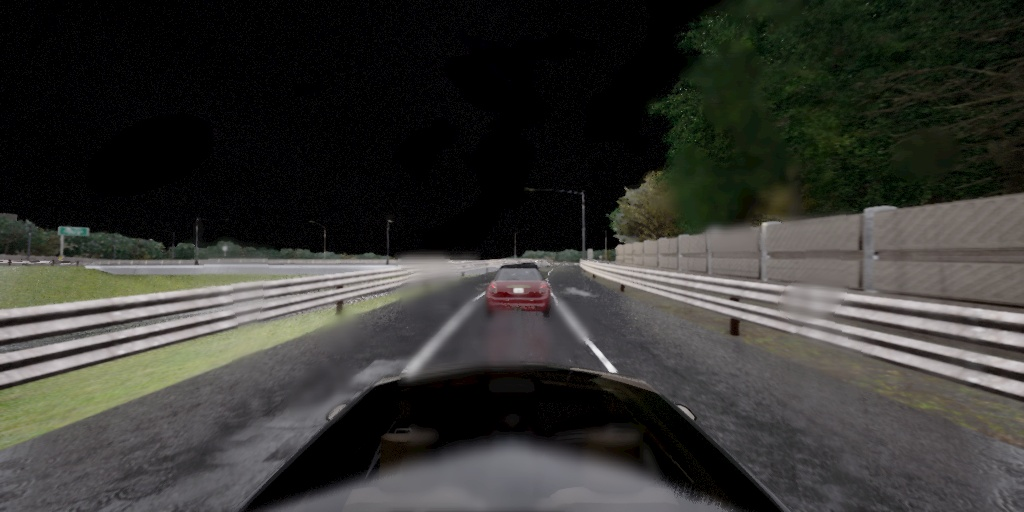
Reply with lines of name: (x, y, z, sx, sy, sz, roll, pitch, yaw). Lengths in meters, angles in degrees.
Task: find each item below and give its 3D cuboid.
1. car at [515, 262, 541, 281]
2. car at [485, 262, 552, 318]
car: (1.414, 1.202, 29.950, 1.994, 1.385, 4.181, 0, 0, 6)
car: (0.267, 1.058, 12.987, 2.097, 1.767, 4.553, 0, 0, 2)
